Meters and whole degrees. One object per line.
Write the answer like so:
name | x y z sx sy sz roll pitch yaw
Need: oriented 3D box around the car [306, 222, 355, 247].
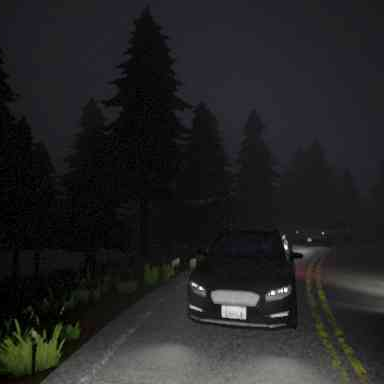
car | 7.809 2.423 19.427 1.895 1.301 4.718 -4 -7 43

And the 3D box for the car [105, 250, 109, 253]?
car | -18.935 13.704 73.975 4.181 1.381 1.994 -3 -5 32

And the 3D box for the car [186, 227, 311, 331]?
car | 1.286 1.562 7.249 2.128 1.511 4.902 -1 -2 16
